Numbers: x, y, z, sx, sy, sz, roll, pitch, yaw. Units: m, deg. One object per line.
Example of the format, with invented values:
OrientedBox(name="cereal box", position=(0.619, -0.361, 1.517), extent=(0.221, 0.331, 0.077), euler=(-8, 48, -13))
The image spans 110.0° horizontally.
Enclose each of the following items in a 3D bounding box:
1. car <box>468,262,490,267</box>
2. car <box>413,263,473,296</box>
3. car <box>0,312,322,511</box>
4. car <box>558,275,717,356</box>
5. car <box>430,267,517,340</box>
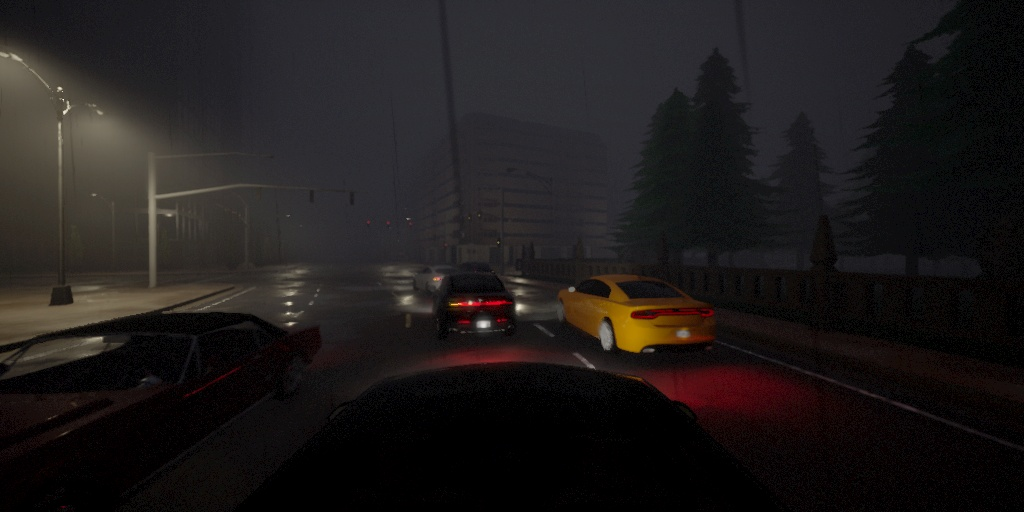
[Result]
OrientedBox(name="car", position=(-2.587, 1.132, 23.038), extent=(1.837, 1.490, 4.892), euler=(0, 0, -24))
OrientedBox(name="car", position=(-3.822, 1.183, 18.588), extent=(1.812, 1.442, 4.674), euler=(0, 0, -27))
OrientedBox(name="car", position=(-3.791, 1.346, 3.568), extent=(1.895, 1.301, 4.718), euler=(0, 0, -6))
OrientedBox(name="car", position=(2.560, 1.183, 8.652), extent=(1.882, 1.535, 5.008), euler=(0, 0, -9))
OrientedBox(name="car", position=(-1.204, 1.207, 9.984), extent=(1.837, 1.490, 4.892), euler=(0, 0, -14))
